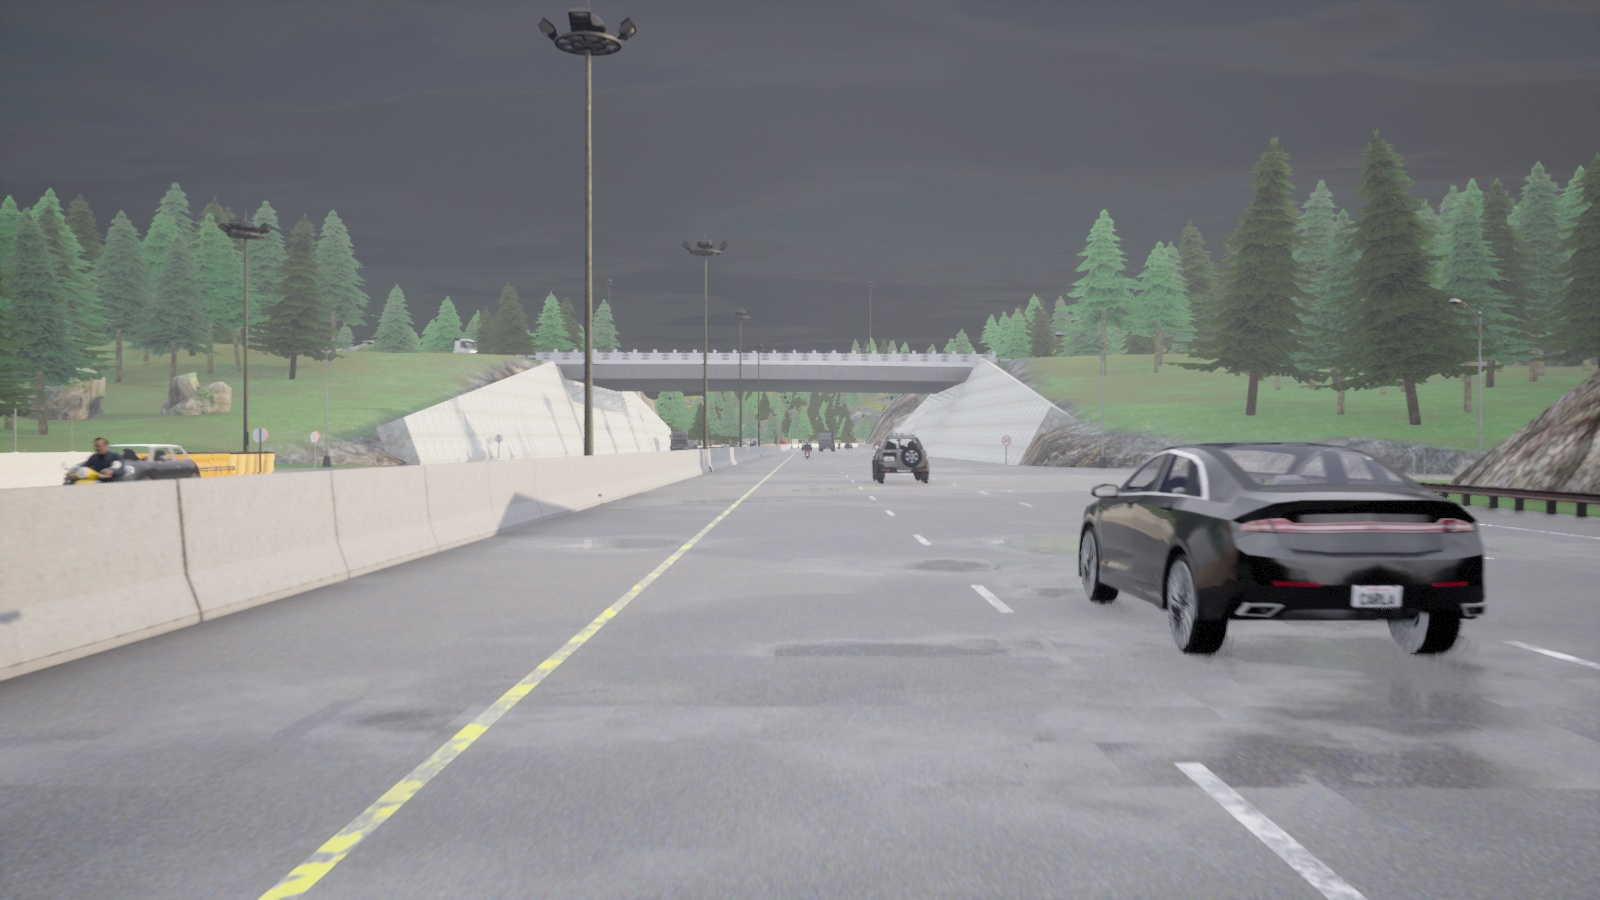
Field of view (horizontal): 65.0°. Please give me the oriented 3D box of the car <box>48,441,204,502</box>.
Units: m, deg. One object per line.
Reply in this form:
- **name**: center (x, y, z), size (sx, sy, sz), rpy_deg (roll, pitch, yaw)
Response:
- **car**: center (-17.300, 0.515, 32.449), size (1.970, 1.475, 3.806), rpy_deg (0, 0, 0)

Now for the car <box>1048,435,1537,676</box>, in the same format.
- **car**: center (3.574, 0.647, 10.336), size (2.128, 1.511, 4.902), rpy_deg (0, 0, 0)

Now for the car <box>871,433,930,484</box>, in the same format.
- **car**: center (3.788, 0.296, 47.988), size (1.932, 1.855, 4.605), rpy_deg (0, 0, 0)

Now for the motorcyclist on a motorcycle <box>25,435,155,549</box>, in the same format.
- **motorcyclist on a motorcycle**: center (-10.380, 0.588, 18.445), size (0.866, 1.590, 1.817), rpy_deg (0, 0, 0)
